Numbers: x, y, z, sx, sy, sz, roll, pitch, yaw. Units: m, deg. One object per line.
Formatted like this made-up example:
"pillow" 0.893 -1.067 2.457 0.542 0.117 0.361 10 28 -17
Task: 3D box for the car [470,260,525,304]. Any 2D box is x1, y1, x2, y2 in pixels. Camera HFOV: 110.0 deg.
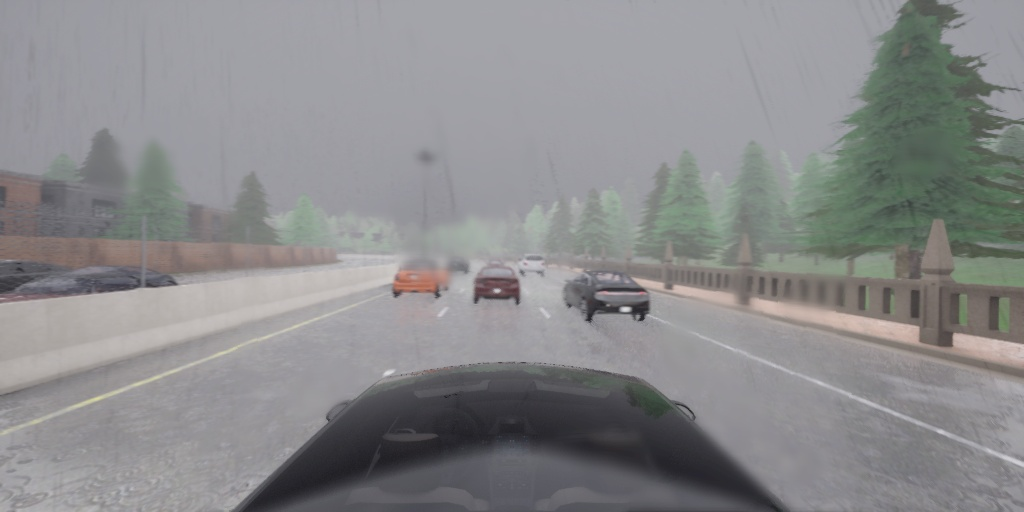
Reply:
"car" -0.676 1.154 16.006 1.882 1.535 5.008 1 0 -3

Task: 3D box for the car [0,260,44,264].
"car" -18.224 0.904 12.507 1.837 1.490 4.892 1 0 -3

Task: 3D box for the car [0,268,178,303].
"car" -11.042 1.135 8.962 1.895 1.301 4.718 1 0 -3

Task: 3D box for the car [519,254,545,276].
"car" 1.896 0.858 34.930 2.150 2.045 5.566 1 0 -3

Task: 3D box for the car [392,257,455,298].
"car" -4.255 0.962 17.551 2.097 1.767 4.553 1 0 -3

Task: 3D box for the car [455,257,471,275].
"car" -5.123 0.872 35.051 2.097 1.767 4.553 1 0 -3

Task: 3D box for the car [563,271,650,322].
"car" 3.011 1.246 12.288 2.128 1.511 4.902 1 0 -3

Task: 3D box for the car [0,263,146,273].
"car" -14.748 1.019 13.069 1.994 1.385 4.181 1 0 -3
